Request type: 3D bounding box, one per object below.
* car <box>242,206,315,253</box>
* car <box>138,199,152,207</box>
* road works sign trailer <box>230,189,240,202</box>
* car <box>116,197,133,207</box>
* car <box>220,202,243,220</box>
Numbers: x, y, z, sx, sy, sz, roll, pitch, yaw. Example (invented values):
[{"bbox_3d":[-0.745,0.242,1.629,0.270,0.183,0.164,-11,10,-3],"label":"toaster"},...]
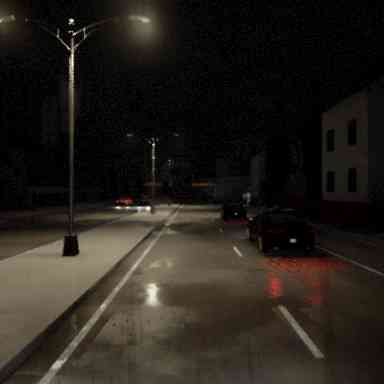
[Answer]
[{"bbox_3d":[3.560,1.537,14.103,1.882,1.535,5.008,0,0,1],"label":"car"},{"bbox_3d":[-8.021,1.843,57.340,1.895,1.301,4.718,0,0,1],"label":"car"},{"bbox_3d":[12.048,0.848,91.173,2.380,3.560,2.880,0,0,35],"label":"road works sign trailer"},{"bbox_3d":[-11.526,1.592,56.821,2.097,1.767,4.553,0,0,1],"label":"car"},{"bbox_3d":[3.565,1.600,29.108,1.882,1.535,5.008,0,0,1],"label":"car"}]
